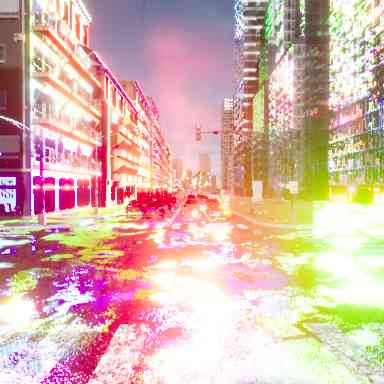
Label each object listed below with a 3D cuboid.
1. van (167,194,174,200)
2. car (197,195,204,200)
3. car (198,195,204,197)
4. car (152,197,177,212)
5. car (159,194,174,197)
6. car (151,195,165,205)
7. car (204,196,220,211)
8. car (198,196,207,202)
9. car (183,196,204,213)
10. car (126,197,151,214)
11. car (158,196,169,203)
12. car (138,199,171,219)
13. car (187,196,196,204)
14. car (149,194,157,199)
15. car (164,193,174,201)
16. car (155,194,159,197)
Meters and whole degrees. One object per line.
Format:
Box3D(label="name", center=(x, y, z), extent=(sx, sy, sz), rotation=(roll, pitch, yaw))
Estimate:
Box3D(label="van", center=(-6.001, 1.350, 91.816), extent=(1.690, 1.788, 3.998), rotation=(-1, 0, 0))
Box3D(label="car", center=(2.347, 1.534, 92.073), extent=(1.752, 1.417, 4.829), rotation=(-1, 0, 0))
Box3D(label="car", center=(2.440, 1.551, 63.657), extent=(2.008, 1.369, 4.403), rotation=(-1, 0, 0))
Box3D(label="car", center=(-3.215, 1.559, 39.041), extent=(1.994, 1.385, 4.181), rotation=(0, 0, 0))
Box3D(label="car", center=(-3.247, 1.488, 49.163), extent=(2.128, 1.511, 4.902), rotation=(0, 0, 0))
Box3D(label="car", center=(-5.890, 1.438, 57.923), extent=(1.967, 1.590, 4.097), rotation=(-1, 0, 0))
Box3D(label="car", center=(2.513, 1.540, 41.062), extent=(1.887, 1.381, 4.507), rotation=(-1, 0, 0))
Box3D(label="car", center=(2.404, 1.547, 74.955), extent=(1.887, 1.381, 4.507), rotation=(-1, 0, 0))
Box3D(label="car", center=(-0.020, 1.543, 37.552), extent=(2.033, 1.411, 5.357), rotation=(0, 0, 0))
Box3D(label="car", center=(-5.815, 1.540, 35.328), extent=(1.887, 1.381, 4.507), rotation=(-1, 0, 0))
Box3D(label="car", center=(-5.925, 1.583, 69.222), extent=(1.802, 1.307, 4.206), rotation=(-1, 0, 0))
Box3D(label="car", center=(-3.193, 1.560, 29.115), extent=(1.994, 1.385, 4.181), rotation=(0, 0, 0))
Box3D(label="car", center=(-0.113, 1.507, 66.398), extent=(1.837, 1.490, 4.892), rotation=(0, 0, 0))
Box3D(label="car", center=(-5.835, 1.436, 40.977), extent=(1.967, 1.590, 4.097), rotation=(-1, 0, 0))
Box3D(label="car", center=(-5.984, 1.321, 86.169), extent=(2.192, 1.841, 5.009), rotation=(-1, 0, 0))
Box3D(label="car", center=(-5.873, 1.312, 52.275), extent=(2.192, 1.841, 5.009), rotation=(-1, 0, 0))
